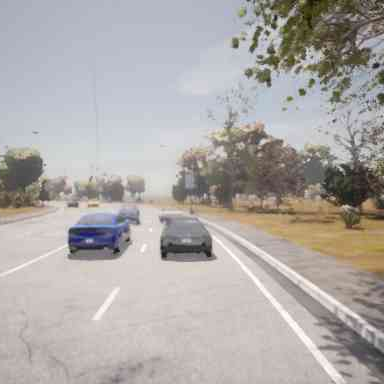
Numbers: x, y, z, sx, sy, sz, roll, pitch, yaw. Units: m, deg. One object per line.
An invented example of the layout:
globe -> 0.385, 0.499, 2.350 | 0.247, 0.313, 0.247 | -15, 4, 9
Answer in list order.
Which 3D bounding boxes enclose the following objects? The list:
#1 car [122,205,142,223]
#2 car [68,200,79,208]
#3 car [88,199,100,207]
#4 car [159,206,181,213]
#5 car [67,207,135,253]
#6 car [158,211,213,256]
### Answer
car -> -5.249, 1.828, 27.818 | 2.033, 1.411, 5.357 | 0, -1, -8
car -> -21.261, 2.172, 59.588 | 1.895, 1.301, 4.718 | 0, -1, -21
car -> -17.888, 2.067, 60.526 | 1.882, 1.535, 5.008 | 0, -1, -21
car -> -1.892, 1.897, 29.019 | 1.895, 1.301, 4.718 | 0, -1, -9
car -> -3.836, 1.624, 14.437 | 1.882, 1.535, 5.008 | 0, 0, -3
car -> -0.293, 1.706, 13.746 | 1.994, 1.385, 4.181 | 0, 0, -3
